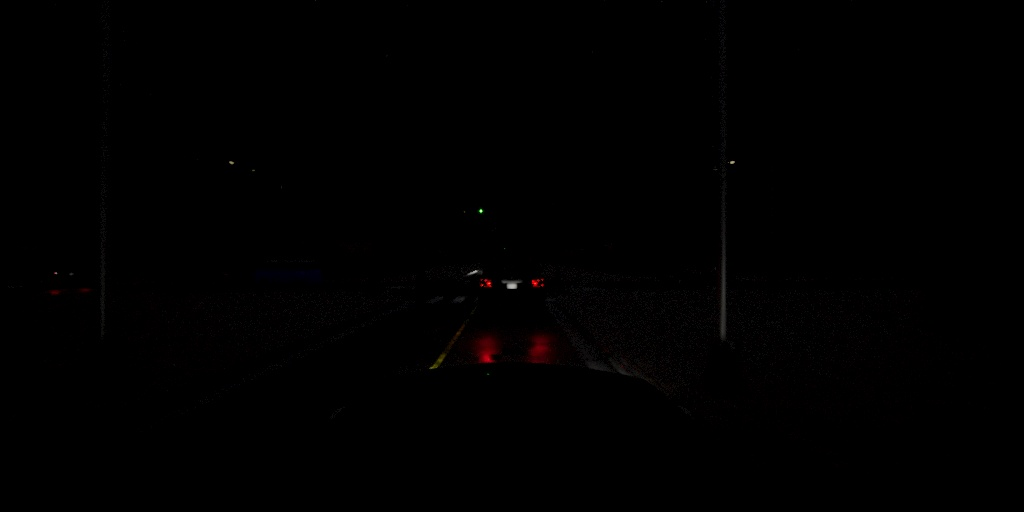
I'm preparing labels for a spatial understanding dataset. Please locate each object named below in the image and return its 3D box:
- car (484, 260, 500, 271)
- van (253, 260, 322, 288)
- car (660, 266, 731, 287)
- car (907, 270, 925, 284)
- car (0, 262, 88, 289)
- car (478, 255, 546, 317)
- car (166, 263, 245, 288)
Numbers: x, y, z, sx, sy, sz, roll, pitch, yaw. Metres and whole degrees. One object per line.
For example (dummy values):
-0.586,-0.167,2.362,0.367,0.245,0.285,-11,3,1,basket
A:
-2.963,1.369,53.850,2.128,1.511,4.902,0,0,0,car
-14.800,1.166,23.766,3.998,1.789,1.690,0,0,0,van
12.201,1.304,23.968,4.403,1.370,2.007,0,0,0,car
29.238,1.307,24.096,4.207,1.307,1.802,0,0,0,car
-31.332,1.228,23.757,4.553,1.767,2.097,0,0,0,car
0.018,0.991,13.318,2.150,2.045,5.566,0,0,0,car
-20.275,1.281,23.725,4.097,1.591,1.967,0,0,0,car
